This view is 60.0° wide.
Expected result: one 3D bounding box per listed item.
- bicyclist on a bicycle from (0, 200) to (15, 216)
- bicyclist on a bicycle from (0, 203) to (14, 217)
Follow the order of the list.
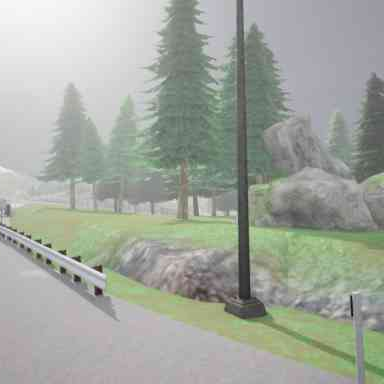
[{"bbox_3d":[-18.381,1.567,32.637,1.656,1.620,0.582,1,-2,-8],"label":"bicyclist on a bicycle"},{"bbox_3d":[-17.894,1.565,31.772,1.656,1.620,0.582,1,-1,-36],"label":"bicyclist on a bicycle"}]
